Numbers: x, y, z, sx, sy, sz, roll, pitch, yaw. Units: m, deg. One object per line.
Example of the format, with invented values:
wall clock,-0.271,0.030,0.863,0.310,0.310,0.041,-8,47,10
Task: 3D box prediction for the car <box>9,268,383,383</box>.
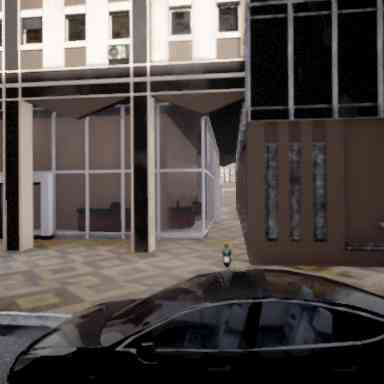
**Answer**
car,0.351,1.570,3.547,4.313,1.339,1.947,0,0,7
